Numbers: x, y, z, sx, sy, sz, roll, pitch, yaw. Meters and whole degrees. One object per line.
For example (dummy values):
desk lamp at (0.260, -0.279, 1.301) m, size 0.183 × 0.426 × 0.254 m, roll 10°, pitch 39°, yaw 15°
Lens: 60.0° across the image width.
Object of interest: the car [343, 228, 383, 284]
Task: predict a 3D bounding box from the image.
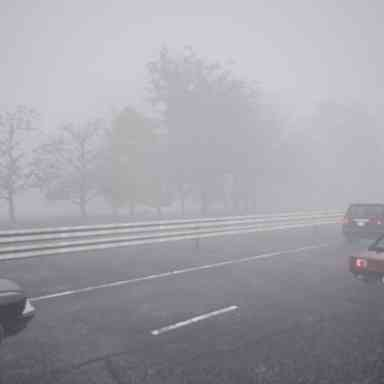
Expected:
car at (6.200, 1.740, 8.969) m, size 4.718 × 1.301 × 1.895 m, roll 0°, pitch -2°, yaw -40°

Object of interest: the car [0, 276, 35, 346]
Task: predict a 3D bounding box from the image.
car at (-4.732, 1.768, 4.338) m, size 4.718 × 1.301 × 1.895 m, roll 0°, pitch -2°, yaw -41°

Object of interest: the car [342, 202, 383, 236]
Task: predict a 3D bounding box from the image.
car at (9.422, 1.488, 16.161) m, size 5.566 × 2.045 × 2.150 m, roll 0°, pitch -2°, yaw -39°
